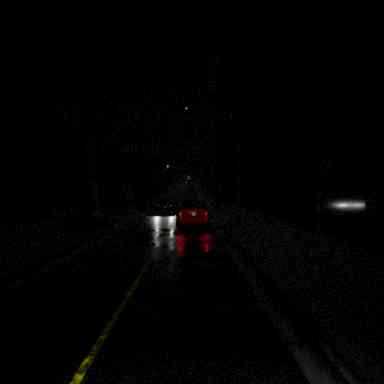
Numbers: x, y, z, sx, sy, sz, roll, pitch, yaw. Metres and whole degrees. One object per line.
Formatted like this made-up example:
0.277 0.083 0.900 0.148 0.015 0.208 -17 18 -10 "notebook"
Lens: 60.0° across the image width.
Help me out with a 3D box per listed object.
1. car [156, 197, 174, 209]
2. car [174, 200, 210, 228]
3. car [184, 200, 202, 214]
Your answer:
-2.747 1.327 36.128 1.837 1.490 4.892 0 0 0 "car"
0.102 1.393 22.638 2.097 1.767 4.553 0 0 0 "car"
0.069 1.620 37.398 1.837 1.490 4.892 0 -1 -1 "car"
